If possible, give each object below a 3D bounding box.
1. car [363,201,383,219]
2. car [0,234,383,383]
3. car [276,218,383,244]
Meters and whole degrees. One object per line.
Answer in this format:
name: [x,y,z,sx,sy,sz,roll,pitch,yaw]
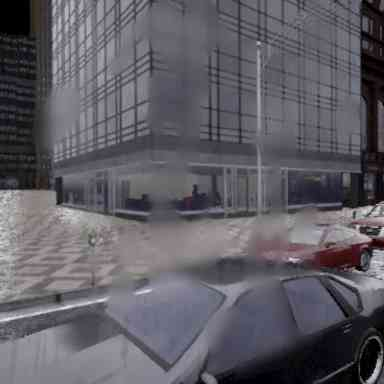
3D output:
car: [7.707,1.229,12.154,5.009,1.841,2.192,0,0,-36]
car: [0.399,1.531,3.657,5.357,1.411,2.033,-1,0,-35]
car: [3.293,1.530,9.002,4.206,1.307,1.802,0,0,-36]
